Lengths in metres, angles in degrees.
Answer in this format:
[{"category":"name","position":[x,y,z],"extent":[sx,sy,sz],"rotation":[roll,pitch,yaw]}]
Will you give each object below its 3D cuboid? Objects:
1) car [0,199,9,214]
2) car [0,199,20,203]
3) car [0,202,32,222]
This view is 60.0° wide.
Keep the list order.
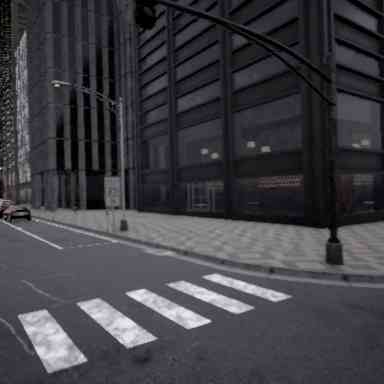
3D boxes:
[{"category":"car","position":[-25.703,1.828,43.854],"extent":[2.192,1.841,5.009],"rotation":[-1,0,-36]},{"category":"car","position":[-19.111,1.701,34.741],"extent":[2.192,1.841,5.009],"rotation":[-1,0,-36]},{"category":"car","position":[-15.810,1.886,30.183],"extent":[1.947,1.339,4.313],"rotation":[-1,0,-36]}]
